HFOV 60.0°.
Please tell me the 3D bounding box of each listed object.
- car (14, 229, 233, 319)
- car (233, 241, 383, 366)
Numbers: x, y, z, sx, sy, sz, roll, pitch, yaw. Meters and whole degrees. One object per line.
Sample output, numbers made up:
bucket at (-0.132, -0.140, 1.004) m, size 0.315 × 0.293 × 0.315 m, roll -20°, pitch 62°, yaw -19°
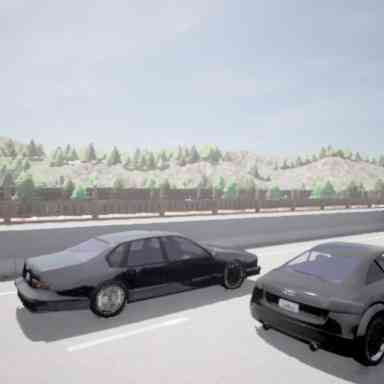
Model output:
car at (-0.885, 1.566, 7.415) m, size 5.357 × 1.411 × 2.033 m, roll 0°, pitch 0°, yaw -36°
car at (3.006, 1.595, 5.895) m, size 4.181 × 1.385 × 1.994 m, roll 0°, pitch 0°, yaw -36°
